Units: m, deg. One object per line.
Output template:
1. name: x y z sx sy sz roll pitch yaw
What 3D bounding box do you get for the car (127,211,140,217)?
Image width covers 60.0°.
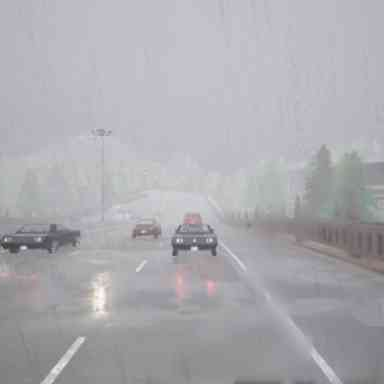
1. car: -13.985 6.138 81.531 2.033 1.411 5.357 0 0 0

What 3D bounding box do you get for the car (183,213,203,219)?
1. car: 0.107 3.477 38.676 2.150 2.045 5.566 0 -4 0

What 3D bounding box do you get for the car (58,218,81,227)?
1. car: -21.016 5.170 57.235 2.128 1.511 4.902 0 -4 1

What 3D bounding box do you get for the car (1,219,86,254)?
1. car: -6.897 2.135 15.876 1.895 1.301 4.718 0 -4 0

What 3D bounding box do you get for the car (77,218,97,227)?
1. car: -17.520 5.069 55.518 1.812 1.442 4.674 0 -4 1

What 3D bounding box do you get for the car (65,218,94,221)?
1. car: -14.065 4.095 41.763 1.895 1.301 4.718 0 -4 0

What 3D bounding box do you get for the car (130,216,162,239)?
1. car: -3.395 2.785 25.619 1.812 1.442 4.674 0 -4 0

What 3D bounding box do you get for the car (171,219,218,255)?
1. car: 0.103 2.114 15.546 1.895 1.301 4.718 0 -4 0
